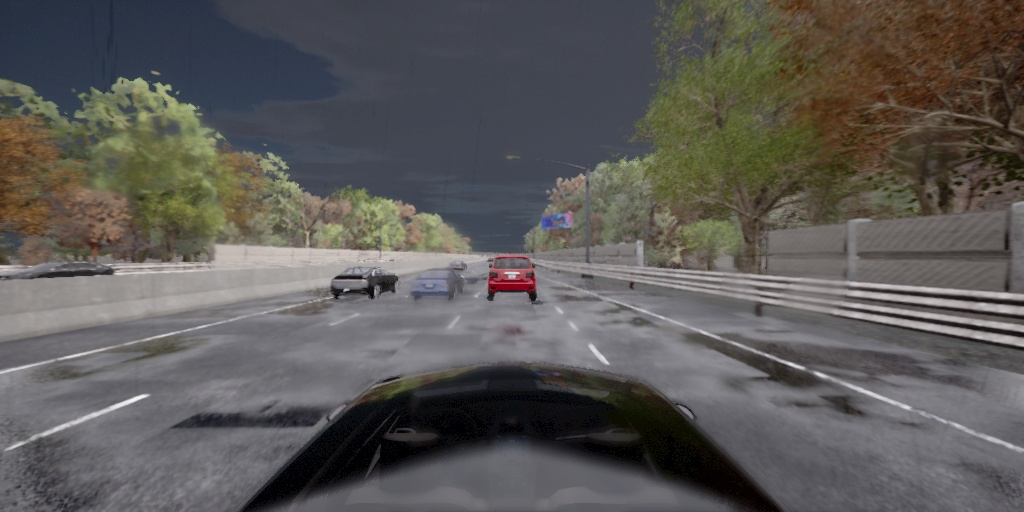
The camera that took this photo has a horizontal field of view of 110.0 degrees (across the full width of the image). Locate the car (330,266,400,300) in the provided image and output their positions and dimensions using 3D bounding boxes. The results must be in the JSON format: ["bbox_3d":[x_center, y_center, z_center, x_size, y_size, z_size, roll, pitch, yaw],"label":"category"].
[{"bbox_3d":[-7.001,1.248,17.598,2.128,1.511,4.902,0,0,0],"label":"car"}]

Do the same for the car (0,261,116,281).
[{"bbox_3d":[-27.379,1.063,21.753,1.837,1.490,4.892,0,0,3],"label":"car"}]

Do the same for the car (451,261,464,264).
[{"bbox_3d":[-7.001,1.319,46.817,2.033,1.411,5.357,0,0,0],"label":"car"}]

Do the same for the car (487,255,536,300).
[{"bbox_3d":[0.000,0.980,17.927,2.150,2.045,5.566,0,0,0],"label":"car"}]

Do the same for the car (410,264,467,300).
[{"bbox_3d":[-3.498,1.305,17.694,2.033,1.411,5.357,0,0,0],"label":"car"}]
